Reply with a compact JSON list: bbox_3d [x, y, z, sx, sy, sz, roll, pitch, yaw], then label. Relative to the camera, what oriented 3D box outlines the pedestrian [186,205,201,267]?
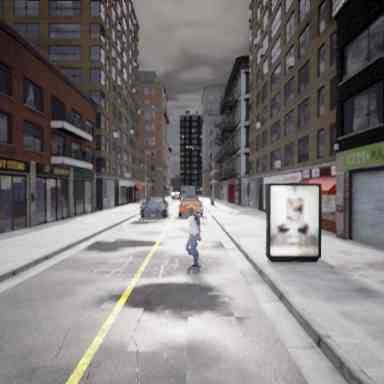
[{"bbox_3d":[0.061,1.239,9.674,0.375,1.860,0.375,0,1,-13],"label":"pedestrian"}]

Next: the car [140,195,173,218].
[{"bbox_3d":[-3.003,1.184,27.605,2.097,1.767,4.553,0,0,0],"label":"car"}]

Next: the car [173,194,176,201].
[{"bbox_3d":[-3.141,1.073,68.406,1.812,1.442,4.674,0,0,0],"label":"car"}]

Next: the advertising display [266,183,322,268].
[{"bbox_3d":[2.959,0.969,9.715,1.540,2.440,0.280,0,1,0],"label":"advertising display"}]

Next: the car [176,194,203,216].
[{"bbox_3d":[-0.090,1.167,30.057,2.097,1.767,4.553,0,0,0],"label":"car"}]

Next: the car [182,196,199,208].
[{"bbox_3d":[-0.181,1.268,43.864,2.033,1.411,5.357,0,0,0],"label":"car"}]
